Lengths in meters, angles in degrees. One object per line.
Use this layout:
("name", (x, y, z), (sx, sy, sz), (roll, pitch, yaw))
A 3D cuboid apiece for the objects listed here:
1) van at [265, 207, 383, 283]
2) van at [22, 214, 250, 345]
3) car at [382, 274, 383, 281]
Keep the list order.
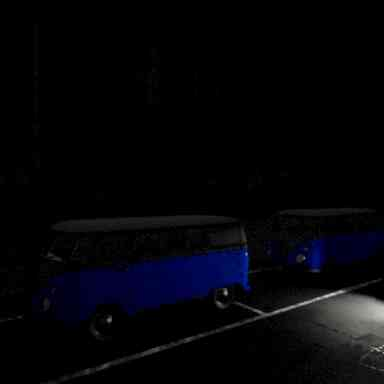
("van", (3.823, 1.344, 9.380), (3.998, 1.788, 1.690), (0, 0, -36))
("van", (-0.765, 1.342, 6.106), (3.998, 1.788, 1.690), (0, 0, -36))
("car", (6.426, 1.529, 7.965), (4.674, 1.442, 1.812), (0, 0, -36))
